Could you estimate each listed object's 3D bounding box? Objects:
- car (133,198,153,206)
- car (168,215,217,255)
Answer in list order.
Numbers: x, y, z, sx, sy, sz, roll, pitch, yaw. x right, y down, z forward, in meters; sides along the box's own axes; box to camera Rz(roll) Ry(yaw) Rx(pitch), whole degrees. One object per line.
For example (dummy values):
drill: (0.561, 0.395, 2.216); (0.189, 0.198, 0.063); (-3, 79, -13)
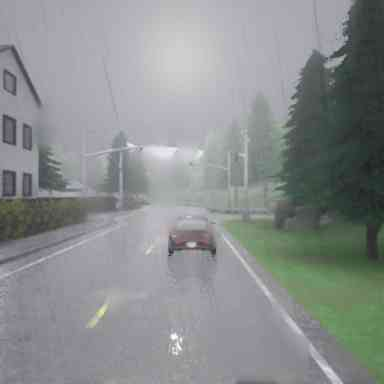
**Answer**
car: (-10.627, 2.173, 71.272); (4.553, 1.767, 2.097); (0, -1, 18)
car: (0.016, 1.685, 13.871); (1.812, 1.442, 4.674); (0, 0, 0)
